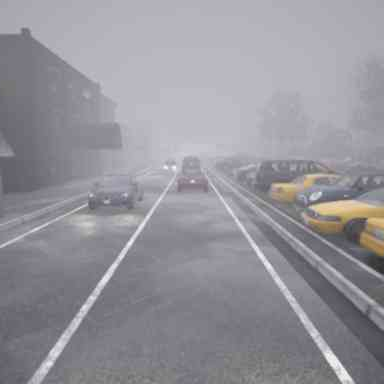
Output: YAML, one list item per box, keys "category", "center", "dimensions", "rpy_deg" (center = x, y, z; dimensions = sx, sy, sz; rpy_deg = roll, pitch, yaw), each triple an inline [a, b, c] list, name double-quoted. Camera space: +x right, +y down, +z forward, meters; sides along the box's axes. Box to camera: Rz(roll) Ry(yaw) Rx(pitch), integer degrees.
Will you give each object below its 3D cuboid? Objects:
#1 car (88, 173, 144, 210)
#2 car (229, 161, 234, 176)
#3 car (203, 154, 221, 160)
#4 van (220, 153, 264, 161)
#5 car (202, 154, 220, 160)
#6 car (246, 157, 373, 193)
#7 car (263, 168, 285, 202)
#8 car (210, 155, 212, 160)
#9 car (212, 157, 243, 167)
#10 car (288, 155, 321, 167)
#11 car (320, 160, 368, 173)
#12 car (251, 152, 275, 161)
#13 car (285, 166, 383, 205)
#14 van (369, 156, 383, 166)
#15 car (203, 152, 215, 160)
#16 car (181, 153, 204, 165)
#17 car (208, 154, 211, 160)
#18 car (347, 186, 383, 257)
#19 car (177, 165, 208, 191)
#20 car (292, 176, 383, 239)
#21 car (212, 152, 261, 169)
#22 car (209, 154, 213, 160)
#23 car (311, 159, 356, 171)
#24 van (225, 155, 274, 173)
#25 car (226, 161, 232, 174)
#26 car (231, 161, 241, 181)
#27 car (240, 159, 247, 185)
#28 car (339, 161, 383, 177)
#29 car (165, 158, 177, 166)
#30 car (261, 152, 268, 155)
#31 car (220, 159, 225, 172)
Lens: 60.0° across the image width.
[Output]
- category: "car"
  center: [-3.395, -0.127, 15.507]
  dimensions: [1.812, 1.442, 4.674]
  rpy_deg: [0, 7, 0]
- category: "car"
  center: [5.945, -1.692, 29.083]
  dimensions: [4.674, 1.452, 2.002]
  rpy_deg: [0, 6, 0]
- category: "car"
  center: [5.251, -9.266, 88.463]
  dimensions: [4.792, 1.488, 2.163]
  rpy_deg: [0, 8, -1]
- category: "van"
  center: [5.978, -3.354, 40.287]
  dimensions: [4.442, 1.987, 1.878]
  rpy_deg: [0, 7, 0]
- category: "car"
  center: [5.195, -9.622, 91.223]
  dimensions: [4.674, 1.452, 2.002]
  rpy_deg: [0, 8, -1]
- category: "car"
  center: [6.063, -0.711, 17.820]
  dimensions: [5.566, 2.045, 2.435]
  rpy_deg: [0, 6, 0]
- category: "car"
  center: [6.241, -0.147, 15.041]
  dimensions: [5.366, 1.575, 1.946]
  rpy_deg: [0, 6, 0]
- category: "car"
  center: [5.960, -4.602, 51.523]
  dimensions: [5.366, 1.575, 1.946]
  rpy_deg: [0, 7, 0]
- category: "car"
  center: [5.755, -4.926, 54.329]
  dimensions: [4.674, 1.452, 2.002]
  rpy_deg: [0, 7, 0]
- category: "car"
  center: [18.300, -5.110, 54.438]
  dimensions: [4.553, 1.767, 2.185]
  rpy_deg: [0, 7, 0]
- category: "car"
  center: [18.406, -3.138, 40.583]
  dimensions: [4.792, 1.488, 2.163]
  rpy_deg: [0, 7, 0]
- category: "car"
  center: [18.358, -9.197, 85.798]
  dimensions: [5.566, 2.045, 2.435]
  rpy_deg: [0, 8, -1]
- category: "car"
  center: [6.109, 0.049, 12.218]
  dimensions: [4.553, 1.767, 2.185]
  rpy_deg: [0, 6, 0]
- category: "van"
  center: [18.401, -1.977, 29.202]
  dimensions: [4.442, 1.987, 1.878]
  rpy_deg: [0, 6, 0]
- category: "car"
  center: [5.293, -8.541, 83.087]
  dimensions: [4.674, 1.452, 2.002]
  rpy_deg: [1, 8, 0]
- category: "car"
  center: [-0.106, -3.254, 39.273]
  dimensions: [2.150, 2.045, 5.566]
  rpy_deg: [0, 7, -1]
- category: "car"
  center: [5.738, -5.670, 59.932]
  dimensions: [4.792, 1.488, 2.163]
  rpy_deg: [0, 7, 0]
- category: "car"
  center: [6.307, 0.806, 6.618]
  dimensions: [5.366, 1.575, 1.946]
  rpy_deg: [0, 6, 0]
- category: "car"
  center: [0.021, -0.903, 22.548]
  dimensions: [1.994, 1.385, 4.181]
  rpy_deg: [0, 7, -1]
- category: "car"
  center: [5.914, 0.489, 9.423]
  dimensions: [5.366, 1.575, 1.946]
  rpy_deg: [0, 6, 0]
- category: "car"
  center: [5.811, -3.746, 43.084]
  dimensions: [5.566, 2.045, 2.435]
  rpy_deg: [0, 7, 0]
- category: "car"
  center: [5.733, -5.293, 57.131]
  dimensions: [4.674, 1.452, 2.002]
  rpy_deg: [0, 7, 0]
- category: "car"
  center: [18.385, -3.505, 43.383]
  dimensions: [4.792, 1.488, 2.163]
  rpy_deg: [0, 7, 0]
- category: "van"
  center: [6.020, -2.639, 34.803]
  dimensions: [4.442, 1.987, 1.878]
  rpy_deg: [0, 7, 0]
- category: "car"
  center: [5.929, -2.015, 31.899]
  dimensions: [4.674, 1.452, 2.002]
  rpy_deg: [0, 6, 0]
- category: "car"
  center: [5.964, -1.414, 26.271]
  dimensions: [5.008, 1.535, 2.097]
  rpy_deg: [0, 6, 0]
- category: "car"
  center: [6.022, -1.221, 23.449]
  dimensions: [4.553, 1.767, 2.185]
  rpy_deg: [0, 6, 0]
- category: "car"
  center: [18.472, -2.436, 34.968]
  dimensions: [5.008, 1.535, 2.097]
  rpy_deg: [0, 8, 0]
- category: "car"
  center: [-3.709, -5.244, 57.989]
  dimensions: [1.895, 1.301, 4.718]
  rpy_deg: [0, 7, 0]
- category: "car"
  center: [18.327, -8.706, 83.053]
  dimensions: [4.553, 1.767, 2.185]
  rpy_deg: [0, 8, -1]
- category: "car"
  center: [5.885, -2.723, 37.519]
  dimensions: [4.674, 1.452, 2.002]
  rpy_deg: [0, 7, 0]
